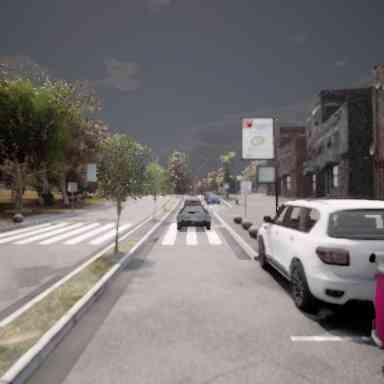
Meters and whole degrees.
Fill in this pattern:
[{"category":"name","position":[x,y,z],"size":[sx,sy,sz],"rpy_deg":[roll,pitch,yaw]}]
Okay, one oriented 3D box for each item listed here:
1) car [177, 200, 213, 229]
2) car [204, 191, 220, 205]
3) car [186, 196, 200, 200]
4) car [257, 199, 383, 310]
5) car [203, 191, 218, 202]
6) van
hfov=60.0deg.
[{"category":"car","position":[0.099,1.417,20.258],"size":[1.994,1.385,4.181],"rpy_deg":[0,0,0]},{"category":"car","position":[2.923,0.983,46.646],"size":[2.033,1.411,5.357],"rpy_deg":[0,2,0]},{"category":"car","position":[0.099,1.218,36.461],"size":[1.837,1.490,4.892],"rpy_deg":[0,1,0]},{"category":"car","position":[3.049,1.176,7.810],"size":[2.435,2.045,5.566],"rpy_deg":[0,0,0]},{"category":"car","position":[2.923,0.646,54.438],"size":[2.128,1.511,4.902],"rpy_deg":[0,2,0]},{"category":"van","position":[3.050,1.238,2.352],"size":[1.878,1.987,4.442],"rpy_deg":[0,0,0]}]
